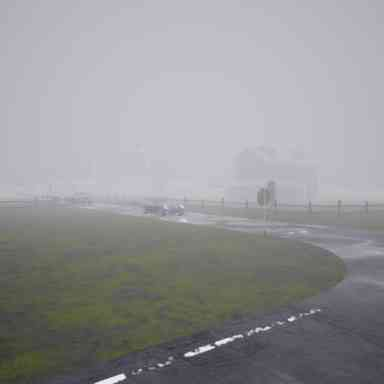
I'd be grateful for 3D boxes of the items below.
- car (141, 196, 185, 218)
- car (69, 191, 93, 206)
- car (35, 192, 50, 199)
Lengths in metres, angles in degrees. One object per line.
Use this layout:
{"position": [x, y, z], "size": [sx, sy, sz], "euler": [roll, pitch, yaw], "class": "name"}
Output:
{"position": [-2.535, 1.190, 28.656], "size": [2.097, 1.767, 4.553], "euler": [0, 0, -35], "class": "car"}
{"position": [-16.071, 0.894, 47.928], "size": [2.150, 2.045, 5.566], "euler": [0, 0, -35], "class": "car"}
{"position": [-35.863, 0.900, 80.742], "size": [2.128, 1.511, 4.902], "euler": [0, 0, -35], "class": "car"}
